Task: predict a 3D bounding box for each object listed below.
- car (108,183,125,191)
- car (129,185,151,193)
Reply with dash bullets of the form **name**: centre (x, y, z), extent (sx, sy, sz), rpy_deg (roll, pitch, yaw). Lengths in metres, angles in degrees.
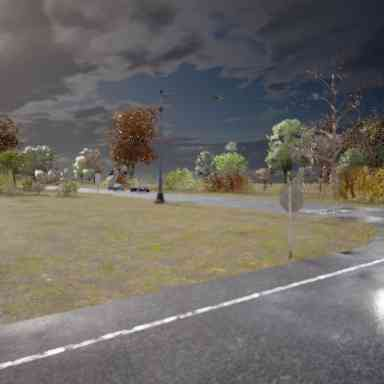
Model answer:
- **car**: centre (-14.173, -0.898, 62.284), extent (1.812, 1.442, 4.674), rpy_deg (-1, 2, -36)
- **car**: centre (-8.610, -0.516, 54.510), extent (1.895, 1.301, 4.718), rpy_deg (-1, 2, -36)
